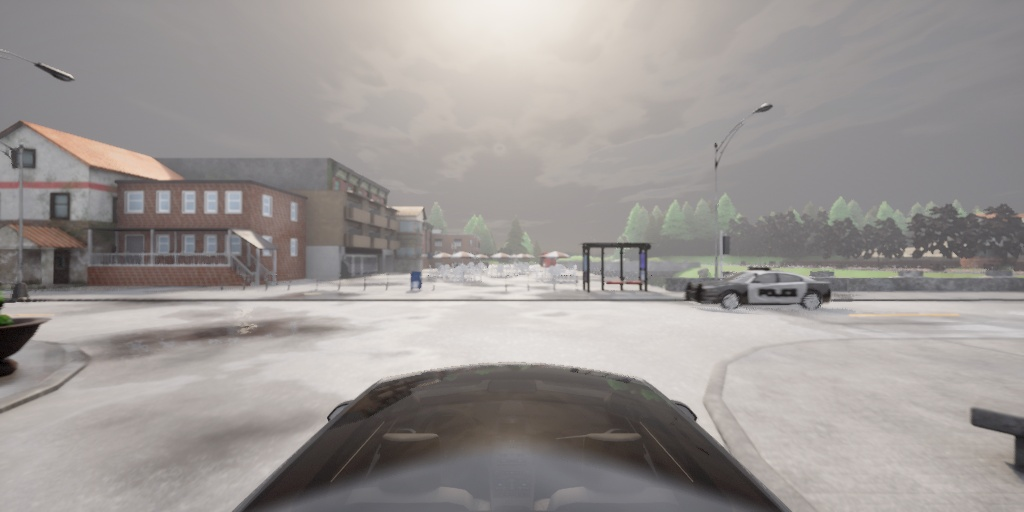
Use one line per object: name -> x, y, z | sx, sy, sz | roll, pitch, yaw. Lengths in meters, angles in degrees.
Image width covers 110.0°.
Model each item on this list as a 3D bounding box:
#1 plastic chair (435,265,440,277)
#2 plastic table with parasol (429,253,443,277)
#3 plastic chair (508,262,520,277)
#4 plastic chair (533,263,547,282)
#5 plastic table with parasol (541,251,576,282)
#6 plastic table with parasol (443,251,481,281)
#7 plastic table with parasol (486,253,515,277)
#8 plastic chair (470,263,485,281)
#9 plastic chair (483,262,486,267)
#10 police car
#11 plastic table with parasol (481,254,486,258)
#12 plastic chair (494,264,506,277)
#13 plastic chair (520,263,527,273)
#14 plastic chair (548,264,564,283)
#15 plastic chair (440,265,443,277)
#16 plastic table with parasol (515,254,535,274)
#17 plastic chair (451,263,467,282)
plastic chair -> -6.992, 1.498, 35.812 | 0.750, 1.272, 0.730 | 0, 0, -1
plastic table with parasol -> -7.063, 0.901, 36.990 | 2.482, 2.480, 2.482 | 0, 0, 0
plastic chair -> 0.207, 1.504, 37.267 | 0.730, 1.272, 0.750 | 0, 0, 0
plastic chair -> 2.293, 1.455, 29.663 | 0.730, 1.272, 0.750 | 0, 0, 0
plastic table with parasol -> 3.633, 0.850, 29.631 | 2.482, 2.480, 2.482 | 0, 0, 0
plastic table with parasol -> -4.185, 0.858, 30.395 | 2.482, 2.480, 2.482 | 0, 0, 0
plastic table with parasol -> -1.143, 0.901, 37.369 | 2.482, 2.480, 2.482 | 0, 0, 0
plastic chair -> -2.906, 1.461, 30.273 | 0.730, 1.272, 0.750 | 0, 0, 0
plastic chair -> -2.393, 1.506, 37.472 | 0.730, 1.272, 0.750 | 0, 0, 0
police car -> 9.783, 1.252, 14.457 | 5.238, 1.638, 1.930 | 0, 0, 0
plastic table with parasol -> -4.526, 0.994, 51.905 | 2.482, 2.480, 2.482 | 0, 0, 0
plastic chair -> -1.195, 1.497, 36.170 | 0.750, 1.272, 0.730 | 0, 0, 0
plastic chair -> 1.123, 1.544, 43.797 | 0.750, 1.272, 0.730 | 0, 0, -1
plastic chair -> 3.491, 1.446, 28.361 | 0.750, 1.272, 0.730 | 0, 0, 0
plastic chair -> -5.505, 1.463, 30.477 | 0.730, 1.272, 0.750 | 0, 0, 0
plastic table with parasol -> 1.241, 0.948, 44.975 | 2.482, 2.480, 2.482 | 0, 0, 0
plastic chair -> -4.308, 1.454, 29.175 | 0.750, 1.272, 0.730 | 0, 0, 0
